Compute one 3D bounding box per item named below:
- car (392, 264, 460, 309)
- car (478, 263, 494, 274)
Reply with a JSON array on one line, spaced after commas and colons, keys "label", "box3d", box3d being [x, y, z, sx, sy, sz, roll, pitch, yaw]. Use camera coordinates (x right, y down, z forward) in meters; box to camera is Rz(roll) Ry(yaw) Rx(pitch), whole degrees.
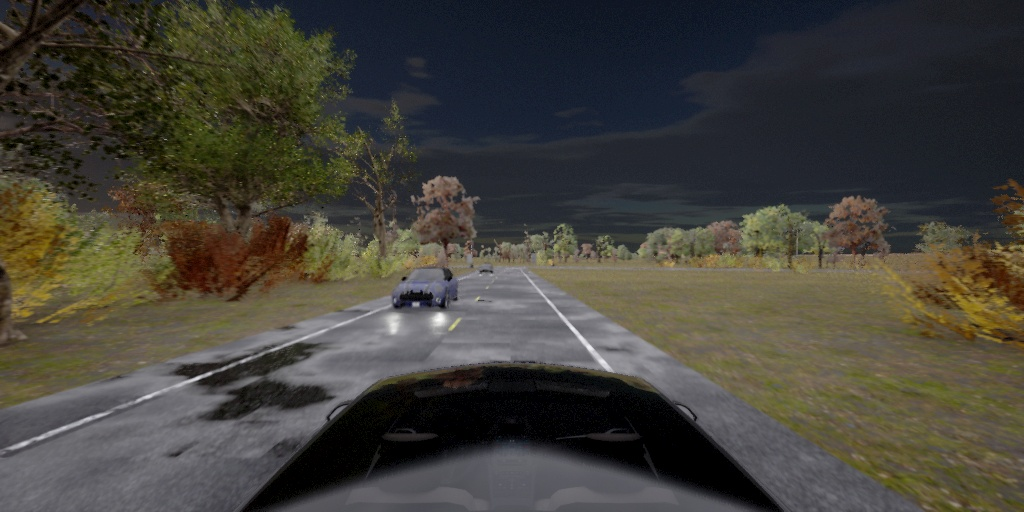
[{"label": "car", "box3d": [-3.602, 1.253, 15.683, 2.097, 1.767, 4.553, 0, -1, 0]}, {"label": "car", "box3d": [-3.556, 1.766, 50.429, 1.837, 1.490, 4.892, 0, 0, 1]}]
